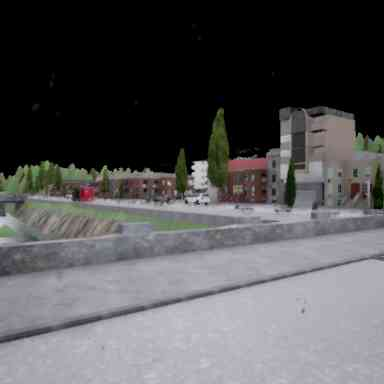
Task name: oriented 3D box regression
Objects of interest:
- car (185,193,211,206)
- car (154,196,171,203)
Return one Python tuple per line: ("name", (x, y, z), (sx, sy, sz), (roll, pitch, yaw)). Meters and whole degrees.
("car", (0.932, 1.265, 57.982), (2.150, 2.045, 5.566), (0, 0, -35))
("car", (-6.089, 1.536, 67.769), (2.128, 1.511, 4.902), (0, 0, -35))
